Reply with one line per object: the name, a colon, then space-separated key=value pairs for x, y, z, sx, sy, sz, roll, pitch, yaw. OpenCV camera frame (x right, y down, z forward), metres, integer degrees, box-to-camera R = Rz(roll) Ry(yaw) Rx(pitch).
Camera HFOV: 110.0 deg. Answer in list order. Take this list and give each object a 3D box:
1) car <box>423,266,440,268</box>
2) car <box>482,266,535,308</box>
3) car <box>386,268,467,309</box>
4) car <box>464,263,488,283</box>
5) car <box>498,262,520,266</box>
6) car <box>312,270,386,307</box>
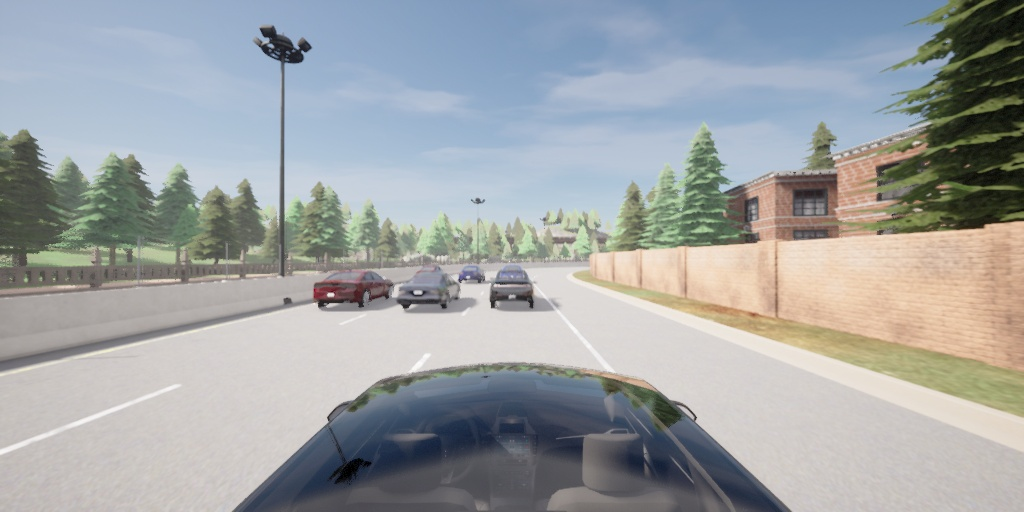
car: x=-6.937 y=1.553 z=31.092 sx=1.812 sy=1.442 sz=4.674 roll=0 pitch=0 yaw=2
car: x=0.008 y=1.379 z=16.148 sx=2.128 sy=1.511 sz=4.902 roll=0 pitch=0 yaw=0
car: x=-3.496 y=1.431 z=15.839 sx=2.033 sy=1.411 sz=5.357 roll=0 pitch=-1 yaw=0
car: x=-3.437 y=1.553 z=31.023 sx=1.812 sy=1.442 sz=4.674 roll=0 pitch=0 yaw=2
car: x=0.068 y=1.504 z=31.020 sx=1.882 sy=1.535 sz=5.008 roll=0 pitch=0 yaw=2
car: x=-6.990 y=1.366 z=16.324 sx=1.882 sy=1.535 sz=5.008 roll=0 pitch=0 yaw=0
